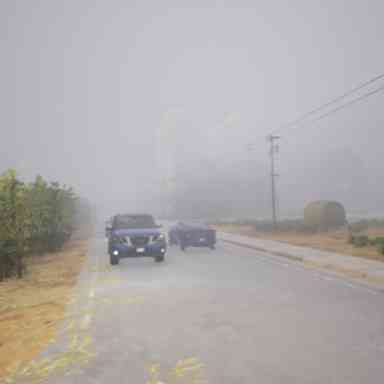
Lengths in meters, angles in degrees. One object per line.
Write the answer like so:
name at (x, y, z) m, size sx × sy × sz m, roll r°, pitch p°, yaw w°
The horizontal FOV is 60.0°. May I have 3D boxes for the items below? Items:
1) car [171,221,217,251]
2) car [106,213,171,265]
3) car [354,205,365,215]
car at (-0.098, 2.411, 19.274) m, size 1.882 × 1.535 × 5.008 m, roll 0°, pitch -3°, yaw -14°
car at (-2.722, 2.021, 15.481) m, size 2.150 × 2.045 × 5.566 m, roll 0°, pitch -3°, yaw -16°
car at (35.415, 3.739, 70.224) m, size 1.905 × 1.878 × 3.866 m, roll 4°, pitch 2°, yaw 31°
